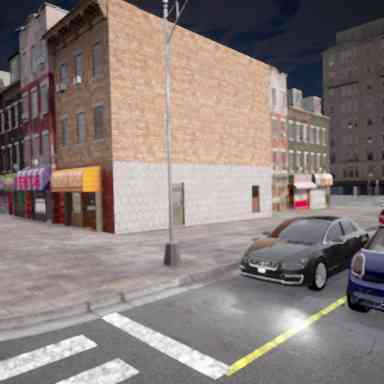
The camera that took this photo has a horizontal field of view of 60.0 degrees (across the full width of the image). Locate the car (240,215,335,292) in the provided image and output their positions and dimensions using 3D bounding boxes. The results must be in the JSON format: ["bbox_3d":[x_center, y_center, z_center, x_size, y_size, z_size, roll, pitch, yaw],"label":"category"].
[{"bbox_3d":[3.245,1.439,9.016,4.892,1.490,1.837,-1,1,-45],"label":"car"}]

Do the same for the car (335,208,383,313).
[{"bbox_3d":[4.873,1.286,6.615,4.553,1.767,2.097,-1,1,-45],"label":"car"}]
